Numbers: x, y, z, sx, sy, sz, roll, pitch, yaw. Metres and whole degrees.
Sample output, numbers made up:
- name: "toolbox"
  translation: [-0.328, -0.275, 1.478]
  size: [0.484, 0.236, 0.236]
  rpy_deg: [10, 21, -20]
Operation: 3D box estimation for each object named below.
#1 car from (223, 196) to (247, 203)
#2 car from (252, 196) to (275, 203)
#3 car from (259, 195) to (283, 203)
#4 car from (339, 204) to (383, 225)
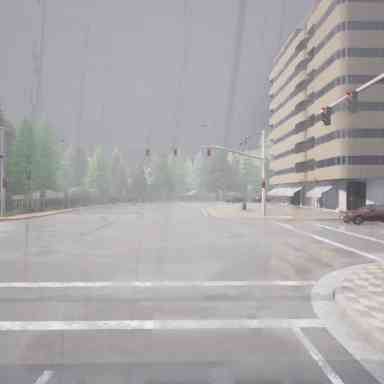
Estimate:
- name: "car"
  translation: [8.891, 1.547, 68.158]
  size: [5.357, 1.411, 2.033]
  rpy_deg: [0, 0, -38]
- name: "car"
  translation: [14.204, 1.526, 67.860]
  size: [4.674, 1.442, 1.812]
  rpy_deg: [0, 0, -34]
- name: "car"
  translation: [17.555, 1.525, 73.762]
  size: [4.902, 1.511, 2.128]
  rpy_deg: [0, 0, -23]
- name: "car"
  translation: [13.167, 1.581, 24.113]
  size: [4.674, 1.442, 1.812]
  rpy_deg: [0, 0, -1]
